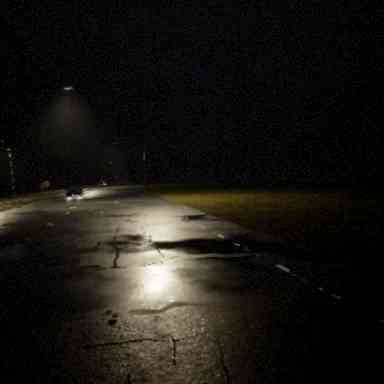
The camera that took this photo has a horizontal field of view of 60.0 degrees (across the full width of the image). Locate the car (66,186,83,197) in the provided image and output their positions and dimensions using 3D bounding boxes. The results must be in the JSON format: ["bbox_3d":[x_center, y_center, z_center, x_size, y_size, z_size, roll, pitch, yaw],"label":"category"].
[{"bbox_3d":[-16.304,-0.142,46.290,2.033,1.411,5.357,-3,3,-13],"label":"car"}]
